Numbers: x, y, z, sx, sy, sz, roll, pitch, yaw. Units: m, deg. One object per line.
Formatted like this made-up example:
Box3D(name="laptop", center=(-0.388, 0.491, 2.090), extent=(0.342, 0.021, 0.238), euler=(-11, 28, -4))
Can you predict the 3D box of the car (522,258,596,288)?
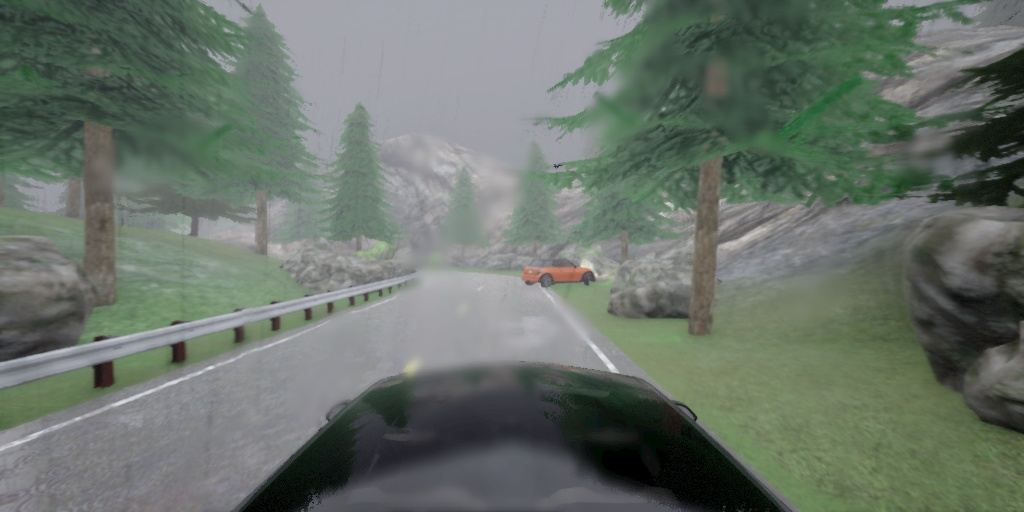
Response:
Box3D(name="car", center=(2.930, 0.911, 21.968), extent=(4.553, 1.767, 2.097), euler=(0, 1, -29))
